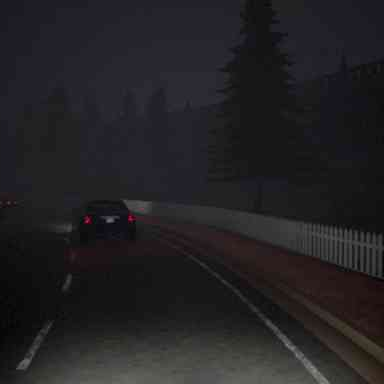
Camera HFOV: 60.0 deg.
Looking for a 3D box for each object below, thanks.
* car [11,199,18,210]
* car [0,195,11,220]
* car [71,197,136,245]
[{"bbox_3d":[-17.400,0.919,28.891,5.357,1.411,2.033,1,1,30],"label":"car"},{"bbox_3d":[-13.885,1.088,21.875,4.181,1.385,1.994,1,2,44],"label":"car"},{"bbox_3d":[-3.888,1.038,14.165,2.097,1.767,4.553,-1,1,-24],"label":"car"}]
